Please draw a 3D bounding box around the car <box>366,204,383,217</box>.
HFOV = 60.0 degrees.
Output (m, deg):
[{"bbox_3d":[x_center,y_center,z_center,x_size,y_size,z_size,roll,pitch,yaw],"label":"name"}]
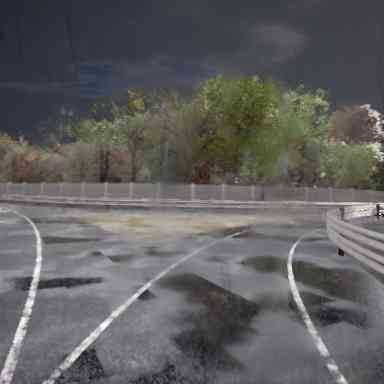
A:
[{"bbox_3d":[20.671,1.966,35.994,4.181,1.385,1.994,1,0,-35],"label":"car"}]
